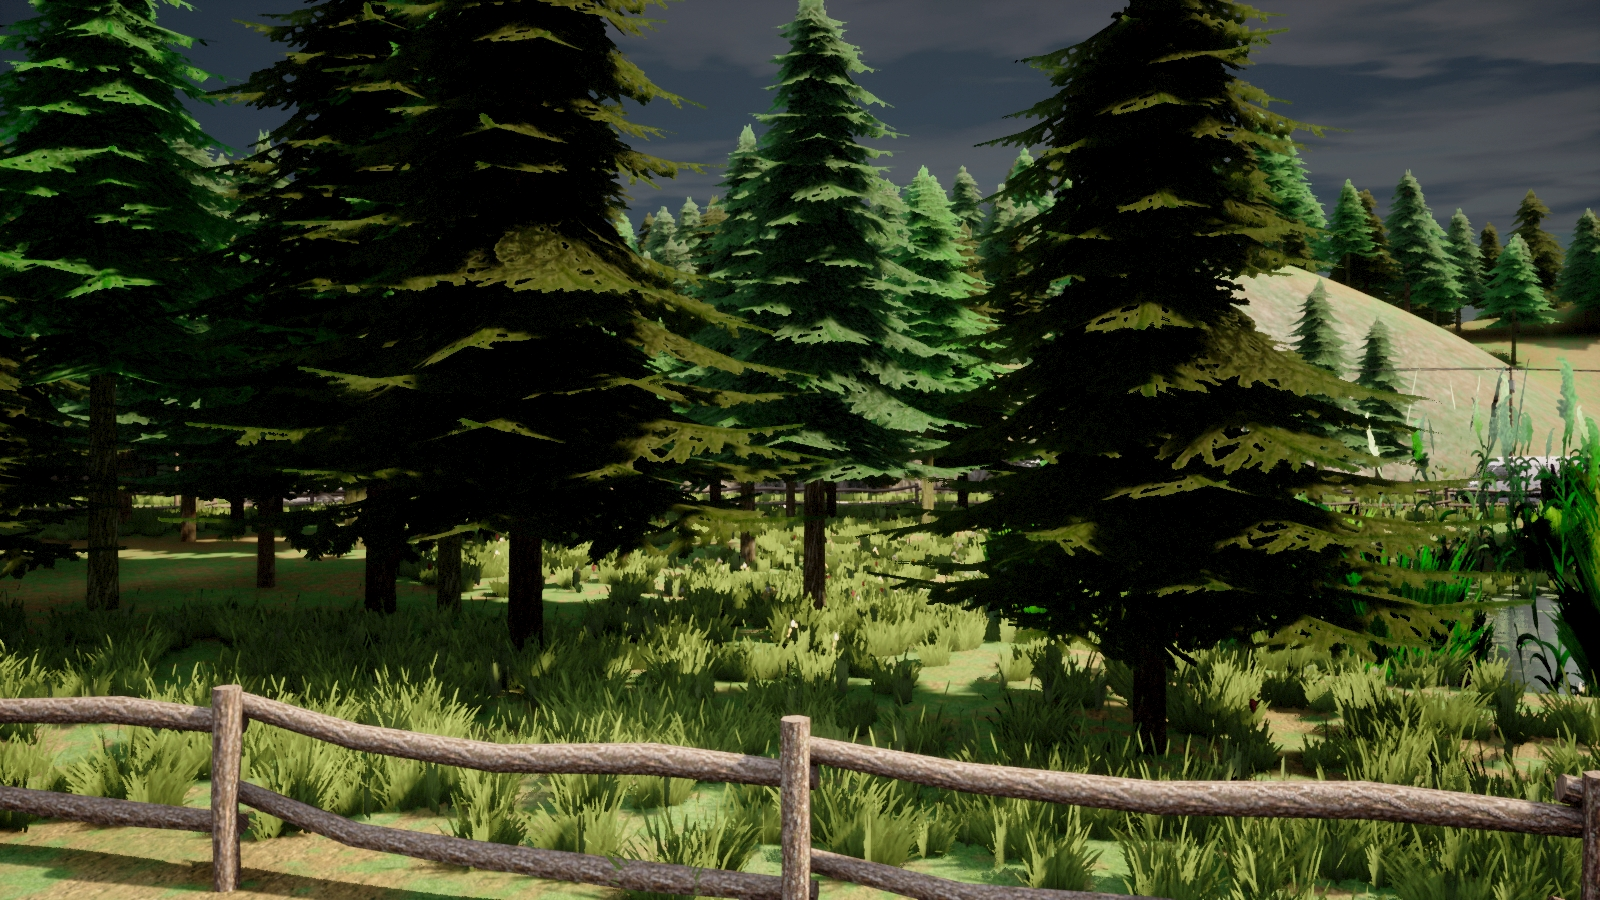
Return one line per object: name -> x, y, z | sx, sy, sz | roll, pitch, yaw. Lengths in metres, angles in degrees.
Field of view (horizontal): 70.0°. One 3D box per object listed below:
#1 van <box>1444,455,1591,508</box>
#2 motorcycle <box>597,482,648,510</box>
van -> 35.608, 1.535, 56.826 | 5.915, 2.561, 1.988 | 0, 0, 8
motorcycle -> -8.399, 2.178, 54.099 | 2.209, 1.251, 0.867 | 0, 0, 14
